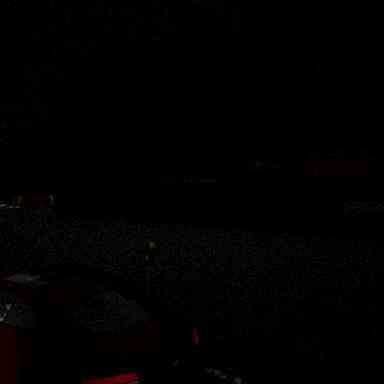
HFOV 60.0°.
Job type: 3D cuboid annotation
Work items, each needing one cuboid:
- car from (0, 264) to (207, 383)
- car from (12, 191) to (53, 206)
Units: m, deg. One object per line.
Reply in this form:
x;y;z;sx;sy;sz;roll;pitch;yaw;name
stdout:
-1.791;1.581;4.077;4.206;1.307;1.802;0;1;36;car
-19.795;0.764;41.361;2.097;1.767;4.553;1;2;35;car
